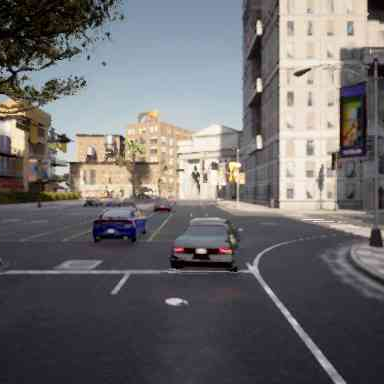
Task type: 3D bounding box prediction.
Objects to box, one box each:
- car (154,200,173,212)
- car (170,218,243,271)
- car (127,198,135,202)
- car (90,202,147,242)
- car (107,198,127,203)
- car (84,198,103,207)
[{"bbox_3d":[-3.396,1.609,40.188,1.994,1.385,4.181,0,0,0],"label":"car"},{"bbox_3d":[0.640,1.560,10.966,2.033,1.411,5.357,0,0,9],"label":"car"},{"bbox_3d":[-11.507,1.668,59.560,1.895,1.301,4.718,0,0,0],"label":"car"},{"bbox_3d":[-3.399,1.496,16.441,1.882,1.535,5.008,0,0,0],"label":"car"},{"bbox_3d":[-11.519,1.582,50.013,1.812,1.442,4.674,0,0,1],"label":"car"},{"bbox_3d":[-15.002,1.621,50.842,1.994,1.385,4.181,0,0,0],"label":"car"}]
